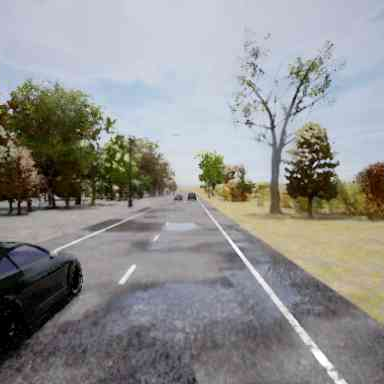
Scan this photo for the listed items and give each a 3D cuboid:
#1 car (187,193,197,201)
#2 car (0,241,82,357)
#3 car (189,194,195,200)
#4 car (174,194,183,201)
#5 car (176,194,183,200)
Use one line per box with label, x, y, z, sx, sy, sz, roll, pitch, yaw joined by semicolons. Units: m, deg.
car;0.018;1.141;81.761;2.150;2.045;5.566;0;0;0
car;-3.499;1.566;5.964;1.994;1.385;4.181;0;0;0
car;0.020;1.323;92.154;1.812;1.442;4.674;0;0;0
car;-3.482;1.468;82.145;1.994;1.385;4.181;0;0;0
car;-3.479;1.277;92.155;1.882;1.535;5.008;0;0;0
